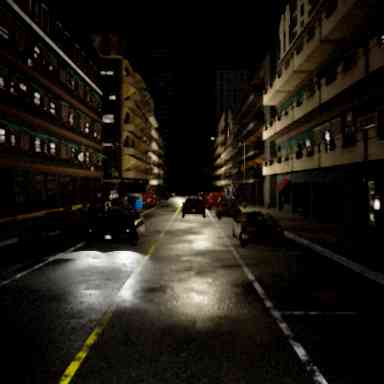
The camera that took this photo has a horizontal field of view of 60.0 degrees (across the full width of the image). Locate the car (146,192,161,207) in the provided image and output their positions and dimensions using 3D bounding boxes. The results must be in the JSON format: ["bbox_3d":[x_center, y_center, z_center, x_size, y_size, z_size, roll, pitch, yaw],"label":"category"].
[{"bbox_3d":[-5.650,0.956,42.129,2.192,1.841,5.009,-1,0,0],"label":"car"}]

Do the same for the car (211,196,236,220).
[{"bbox_3d":[2.706,1.307,25.458,1.752,1.417,4.829,-1,0,0],"label":"car"}]

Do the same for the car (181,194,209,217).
[{"bbox_3d":[0.126,1.239,27.864,1.882,1.535,5.008,0,0,0],"label":"car"}]

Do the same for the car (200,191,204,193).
[{"bbox_3d":[2.726,0.908,47.694,2.192,1.841,5.009,-1,0,0],"label":"car"}]

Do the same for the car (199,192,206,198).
[{"bbox_3d":[2.770,0.787,87.079,1.752,1.417,4.829,-1,0,0],"label":"car"}]

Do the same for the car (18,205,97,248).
[{"bbox_3d":[-5.652,1.460,14.123,1.802,1.307,4.206,-1,0,0],"label":"car"}]

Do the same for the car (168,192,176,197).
[{"bbox_3d":[-5.604,0.767,92.548,2.008,1.369,4.403,-1,0,0],"label":"car"}]

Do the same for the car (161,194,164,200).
[{"bbox_3d":[-5.658,1.144,47.734,2.008,1.369,4.403,-1,0,0],"label":"car"}]

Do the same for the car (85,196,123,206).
[{"bbox_3d":[-5.648,1.271,19.723,1.967,1.590,4.097,-1,0,0],"label":"car"}]

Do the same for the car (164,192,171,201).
[{"bbox_3d":[-5.633,1.033,64.539,1.802,1.307,4.206,-1,0,0],"label":"car"}]

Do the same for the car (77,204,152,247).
[{"bbox_3d":[-3.079,1.440,14.186,1.994,1.385,4.181,0,1,0],"label":"car"}]

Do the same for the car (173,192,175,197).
[{"bbox_3d":[-5.616,0.861,81.345,2.008,1.369,4.403,-1,0,0],"label":"car"}]

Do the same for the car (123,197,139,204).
[{"bbox_3d":[-5.641,1.334,25.326,2.008,1.369,4.403,-1,0,0],"label":"car"}]

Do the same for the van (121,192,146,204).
[{"bbox_3d":[-5.638,1.077,30.926,1.690,1.788,3.998,-1,0,0],"label":"van"}]

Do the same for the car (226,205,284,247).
[{"bbox_3d":[2.695,1.461,14.085,1.802,1.307,4.206,-1,0,0],"label":"car"}]

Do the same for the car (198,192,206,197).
[{"bbox_3d":[2.776,0.782,92.511,1.947,1.339,4.313,-1,0,0],"label":"car"}]

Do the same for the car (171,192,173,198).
[{"bbox_3d":[-5.627,0.986,70.141,1.802,1.307,4.206,-1,0,0],"label":"car"}]

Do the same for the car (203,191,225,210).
[{"bbox_3d":[2.714,1.003,36.490,2.192,1.841,5.009,-1,0,0],"label":"car"}]
